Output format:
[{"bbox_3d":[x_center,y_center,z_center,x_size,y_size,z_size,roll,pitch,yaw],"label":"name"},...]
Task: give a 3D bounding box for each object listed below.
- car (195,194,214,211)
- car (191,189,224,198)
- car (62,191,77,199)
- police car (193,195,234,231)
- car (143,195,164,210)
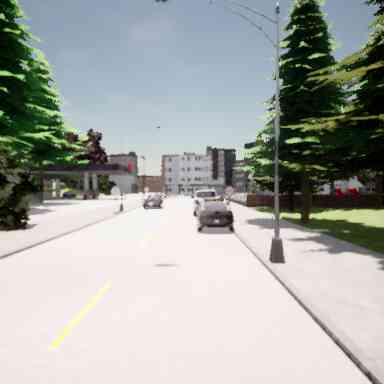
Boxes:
[{"bbox_3d":[1.196,1.016,34.856,1.801,1.575,5.366,0,1,0],"label":"car"},{"bbox_3d":[1.143,0.811,28.692,2.150,2.045,5.566,-3,1,0],"label":"car"},{"bbox_3d":[-23.915,0.594,64.854,1.845,1.501,3.633,0,1,0],"label":"car"},{"bbox_3d":[1.209,1.188,18.776,1.930,1.638,5.238,0,1,0],"label":"police car"},{"bbox_3d":[-4.071,1.044,35.580,2.128,1.511,4.902,0,1,0],"label":"car"}]
